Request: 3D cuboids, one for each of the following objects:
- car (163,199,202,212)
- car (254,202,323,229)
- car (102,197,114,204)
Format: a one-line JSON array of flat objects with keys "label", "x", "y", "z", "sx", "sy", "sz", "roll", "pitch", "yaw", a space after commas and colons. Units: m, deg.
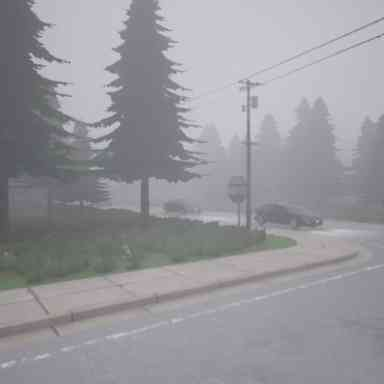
[{"label": "car", "x": -0.983, "y": 1.439, "z": 32.139, "sx": 2.128, "sy": 1.511, "sz": 4.902, "roll": 0, "pitch": 0, "yaw": -34}, {"label": "car", "x": 6.020, "y": 1.451, "z": 21.271, "sx": 1.837, "sy": 1.490, "sz": 4.892, "roll": 0, "pitch": 0, "yaw": -30}, {"label": "car", "x": -13.531, "y": 1.305, "z": 50.655, "sx": 2.097, "sy": 1.767, "sz": 4.553, "roll": 0, "pitch": 0, "yaw": -34}]
